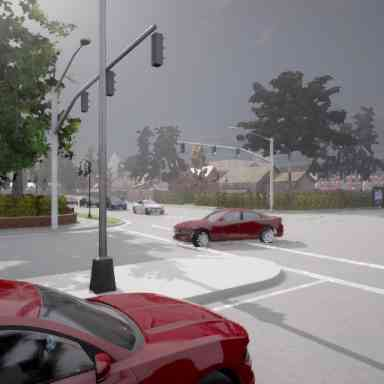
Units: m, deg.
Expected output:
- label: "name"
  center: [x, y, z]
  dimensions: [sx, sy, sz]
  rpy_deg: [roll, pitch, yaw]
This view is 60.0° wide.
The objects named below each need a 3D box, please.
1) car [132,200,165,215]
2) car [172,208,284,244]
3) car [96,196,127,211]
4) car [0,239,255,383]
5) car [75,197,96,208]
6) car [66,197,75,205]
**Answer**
- label: "car"
  center: [-4.613, 1.526, 34.387]
  dimensions: [1.812, 1.442, 4.674]
  rpy_deg: [0, 0, -35]
- label: "car"
  center: [1.594, 1.478, 14.655]
  dimensions: [5.008, 1.535, 1.882]
  rpy_deg: [0, -1, -19]
- label: "car"
  center: [-9.820, 1.352, 41.591]
  dimensions: [2.097, 1.767, 4.553]
  rpy_deg: [0, 0, -36]
- label: "car"
  center: [-1.684, 1.478, 2.567]
  dimensions: [5.008, 1.535, 1.882]
  rpy_deg: [0, 0, -35]
- label: "car"
  center: [-15.214, 1.505, 49.045]
  dimensions: [1.837, 1.490, 4.892]
  rpy_deg: [0, 0, -36]
- label: "car"
  center: [-21.012, 1.564, 57.108]
  dimensions: [1.994, 1.385, 4.181]
  rpy_deg: [0, 0, -34]
